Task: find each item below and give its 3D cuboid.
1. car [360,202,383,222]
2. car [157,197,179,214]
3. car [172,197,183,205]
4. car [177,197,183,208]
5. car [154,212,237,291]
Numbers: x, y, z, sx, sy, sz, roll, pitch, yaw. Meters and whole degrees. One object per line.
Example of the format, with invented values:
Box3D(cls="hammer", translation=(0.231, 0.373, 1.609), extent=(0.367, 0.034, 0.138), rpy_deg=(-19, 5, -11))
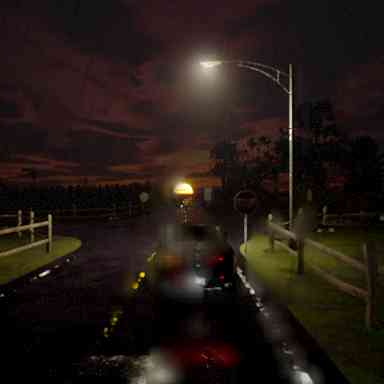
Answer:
Box3D(cls="car", translation=(14.762, 1.317, 24.049), extent=(4.892, 1.490, 1.837), rpy_deg=(-1, 0, 1))
Box3D(cls="car", translation=(-2.888, 1.681, 38.442), extent=(1.837, 1.490, 4.892), rpy_deg=(0, 0, 1))
Box3D(cls="car", translation=(-2.805, 1.813, 66.578), extent=(1.882, 1.535, 5.008), rpy_deg=(0, 0, 1))
Box3D(cls="car", translation=(-2.863, 1.753, 51.864), extent=(1.837, 1.490, 4.892), rpy_deg=(0, 0, 0))
Box3D(cls="car", translation=(0.022, 1.542, 9.088), extent=(1.837, 1.490, 4.892), rpy_deg=(0, 0, -2))
